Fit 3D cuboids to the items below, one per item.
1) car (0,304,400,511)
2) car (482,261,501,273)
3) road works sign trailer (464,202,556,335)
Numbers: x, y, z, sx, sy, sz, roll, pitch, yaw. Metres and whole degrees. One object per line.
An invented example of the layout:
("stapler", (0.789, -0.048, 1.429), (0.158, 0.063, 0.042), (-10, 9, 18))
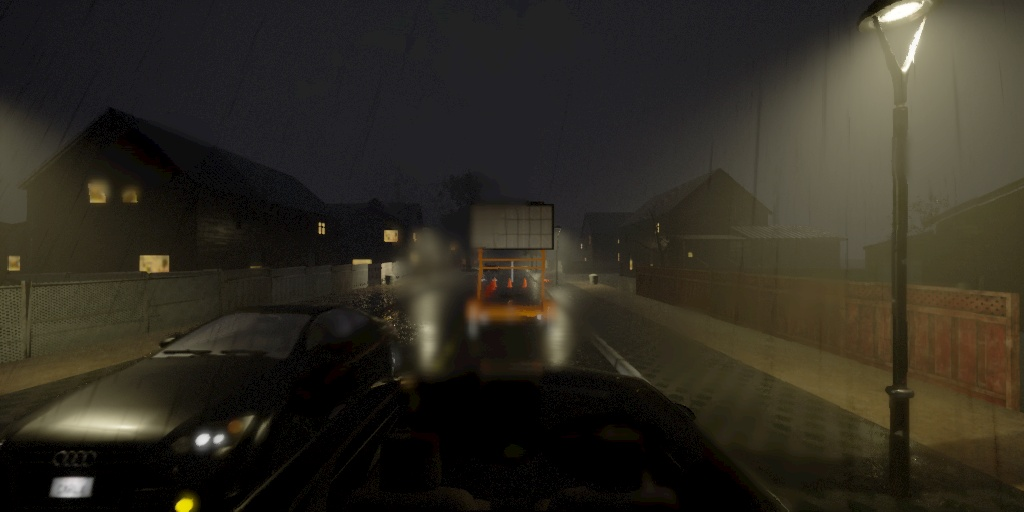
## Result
("car", (-2.847, 1.315, 4.313), (1.994, 1.385, 4.181), (0, 0, 0))
("car", (-2.809, 1.507, 45.752), (1.895, 1.301, 4.718), (0, 0, 0))
("road works sign trailer", (0.009, 0.220, 10.546), (2.380, 3.560, 2.880), (0, 0, 0))
